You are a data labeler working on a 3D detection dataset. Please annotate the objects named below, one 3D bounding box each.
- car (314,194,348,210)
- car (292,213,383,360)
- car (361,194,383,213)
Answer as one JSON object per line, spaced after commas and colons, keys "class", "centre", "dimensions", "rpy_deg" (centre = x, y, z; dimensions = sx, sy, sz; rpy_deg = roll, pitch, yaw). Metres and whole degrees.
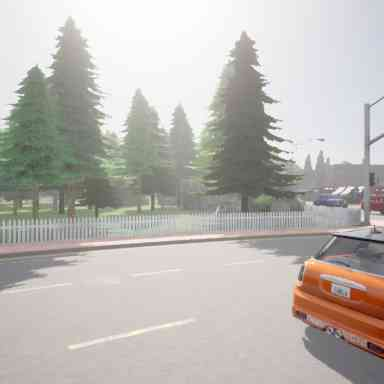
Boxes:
{"class": "car", "centre": [17.968, 1.277, 43.464], "dimensions": [2.150, 2.045, 5.566], "rpy_deg": [0, 0, -8]}
{"class": "car", "centre": [3.926, 1.352, 5.437], "dimensions": [4.553, 1.767, 2.097], "rpy_deg": [0, 0, -26]}
{"class": "car", "centre": [19.339, 1.277, 33.199], "dimensions": [2.150, 2.045, 5.566], "rpy_deg": [0, 0, -8]}
